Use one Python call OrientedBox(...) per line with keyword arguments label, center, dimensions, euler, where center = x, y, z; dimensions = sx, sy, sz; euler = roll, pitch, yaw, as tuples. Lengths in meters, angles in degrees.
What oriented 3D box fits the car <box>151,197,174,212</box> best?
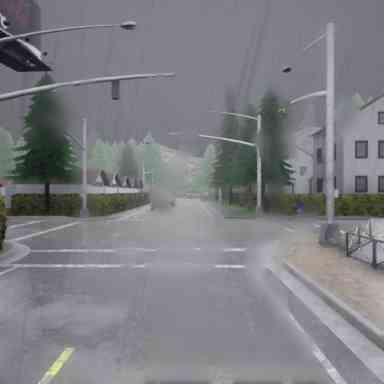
OrientedBox(label="car", center=(-3.553, 1.547, 38.420), dimensions=(2.033, 1.411, 5.357), euler=(0, 0, 0))
